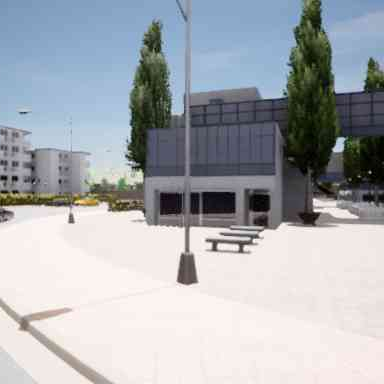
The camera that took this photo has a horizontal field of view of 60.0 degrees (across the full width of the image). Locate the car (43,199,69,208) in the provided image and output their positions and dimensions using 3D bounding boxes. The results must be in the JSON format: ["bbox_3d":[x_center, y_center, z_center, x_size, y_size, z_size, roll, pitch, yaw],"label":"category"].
[{"bbox_3d":[-21.434,1.794,53.256,1.895,1.301,4.718,0,0,19],"label":"car"}]

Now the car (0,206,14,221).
[{"bbox_3d":[-15.023,1.616,24.521,2.033,1.411,5.357,0,0,-10],"label":"car"}]

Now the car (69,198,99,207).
[{"bbox_3d":[-17.298,1.694,54.512,1.882,1.535,5.008,0,-1,19],"label":"car"}]
